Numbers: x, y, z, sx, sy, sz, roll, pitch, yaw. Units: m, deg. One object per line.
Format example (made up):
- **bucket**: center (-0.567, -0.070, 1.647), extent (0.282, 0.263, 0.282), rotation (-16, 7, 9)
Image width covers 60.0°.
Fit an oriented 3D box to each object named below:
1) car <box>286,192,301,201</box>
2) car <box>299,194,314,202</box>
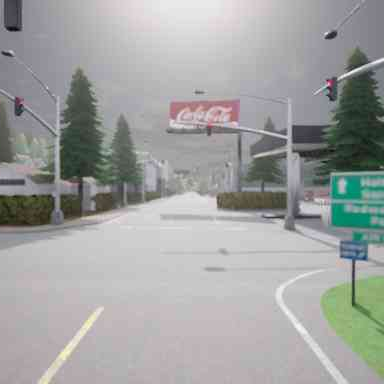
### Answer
- **car**: center (22.607, 0.917, 74.211), extent (1.932, 1.855, 4.605), rotation (0, 0, 0)
- **car**: center (22.643, 1.223, 65.733), extent (1.970, 1.475, 3.806), rotation (0, 0, 0)
